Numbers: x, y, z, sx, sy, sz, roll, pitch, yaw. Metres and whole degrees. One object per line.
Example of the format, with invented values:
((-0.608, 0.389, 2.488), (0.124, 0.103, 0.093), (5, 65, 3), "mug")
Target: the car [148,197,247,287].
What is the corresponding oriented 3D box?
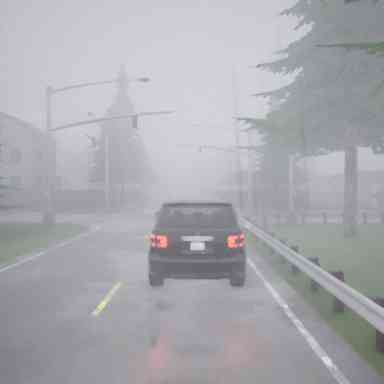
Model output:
((0.121, 1.131, 9.206), (2.150, 2.045, 5.566), (0, 1, 0), "car")
